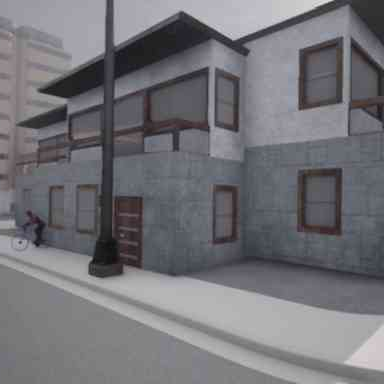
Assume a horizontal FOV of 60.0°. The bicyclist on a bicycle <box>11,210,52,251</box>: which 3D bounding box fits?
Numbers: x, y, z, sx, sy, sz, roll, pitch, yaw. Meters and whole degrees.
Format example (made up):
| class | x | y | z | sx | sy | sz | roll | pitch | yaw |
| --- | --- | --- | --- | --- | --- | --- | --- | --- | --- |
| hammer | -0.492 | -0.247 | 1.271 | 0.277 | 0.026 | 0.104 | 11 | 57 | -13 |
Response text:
| class | x | y | z | sx | sy | sz | roll | pitch | yaw |
| --- | --- | --- | --- | --- | --- | --- | --- | --- | --- |
| bicyclist on a bicycle | -6.567 | 1.583 | 13.739 | 0.582 | 1.620 | 1.656 | -1 | -2 | 44 |
